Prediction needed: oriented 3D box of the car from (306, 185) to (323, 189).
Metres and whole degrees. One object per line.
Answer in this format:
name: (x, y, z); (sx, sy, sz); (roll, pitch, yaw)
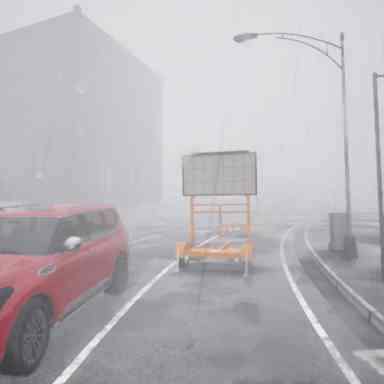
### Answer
car: (27.975, -0.885, 78.918); (4.792, 1.488, 2.163); (3, -5, -28)

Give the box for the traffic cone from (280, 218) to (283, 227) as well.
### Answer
traffic cone: (6.098, 2.101, 22.690); (0.340, 0.580, 0.340); (-2, -1, 17)

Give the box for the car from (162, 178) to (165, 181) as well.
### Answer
car: (-7.074, -2.328, 62.360); (4.553, 1.767, 2.185); (2, -5, -24)

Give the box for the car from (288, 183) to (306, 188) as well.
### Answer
car: (22.945, -1.268, 76.201); (4.553, 1.767, 2.185); (2, -5, -27)

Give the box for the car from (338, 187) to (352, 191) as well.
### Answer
car: (37.424, -0.451, 84.417); (4.892, 1.521, 2.231); (3, -6, -31)

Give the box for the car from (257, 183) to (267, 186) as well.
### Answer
car: (13.045, -1.517, 71.246); (4.674, 1.452, 2.002); (2, -5, -25)

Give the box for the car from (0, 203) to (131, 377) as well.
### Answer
car: (-2.818, 1.270, 6.061); (2.150, 2.045, 5.566); (-1, -1, 7)

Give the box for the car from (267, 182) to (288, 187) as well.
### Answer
car: (18.032, -1.354, 73.673); (5.008, 1.535, 2.097); (2, -5, -26)

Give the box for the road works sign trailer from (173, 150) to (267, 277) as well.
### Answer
road works sign trailer: (0.917, 0.517, 10.640); (2.380, 3.560, 2.880); (-1, -1, 18)

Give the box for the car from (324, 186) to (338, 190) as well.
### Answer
car: (32.772, -0.646, 81.639); (4.674, 1.452, 2.002); (3, -6, -30)
